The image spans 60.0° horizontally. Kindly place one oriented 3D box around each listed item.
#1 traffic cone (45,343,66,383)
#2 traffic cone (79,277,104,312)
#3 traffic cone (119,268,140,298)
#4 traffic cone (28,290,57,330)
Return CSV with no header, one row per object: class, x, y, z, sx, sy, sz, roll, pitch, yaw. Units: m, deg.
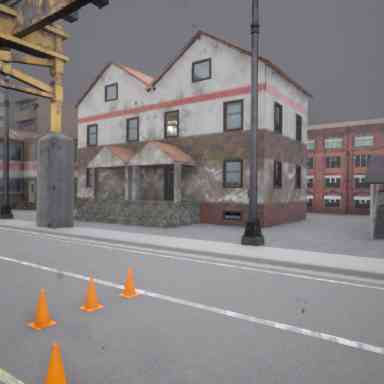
traffic cone,-1.492,1.952,3.636,0.340,0.580,0.340,0,0,36
traffic cone,-1.943,1.949,6.428,0.340,0.580,0.340,0,0,36
traffic cone,-1.358,1.949,7.239,0.340,0.580,0.340,0,0,36
traffic cone,-2.528,1.949,5.617,0.340,0.580,0.340,0,0,36
